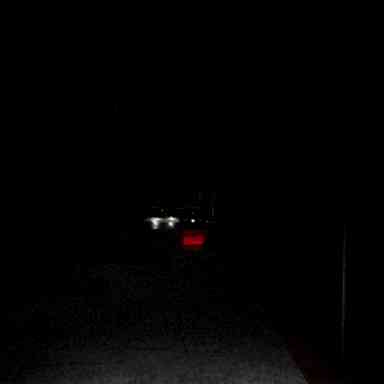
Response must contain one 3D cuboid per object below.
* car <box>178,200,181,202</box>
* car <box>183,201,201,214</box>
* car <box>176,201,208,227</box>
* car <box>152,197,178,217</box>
[{"bbox_3d":[-3.165,2.545,76.436,2.097,1.767,4.553,0,-2,-1],"label":"car"},{"bbox_3d":[-0.036,1.951,42.665,2.128,1.511,4.902,0,-1,0],"label":"car"},{"bbox_3d":[0.056,1.649,23.952,1.837,1.490,4.892,0,-1,0],"label":"car"},{"bbox_3d":[-2.951,1.541,35.576,2.150,2.045,5.566,0,-1,0],"label":"car"}]
